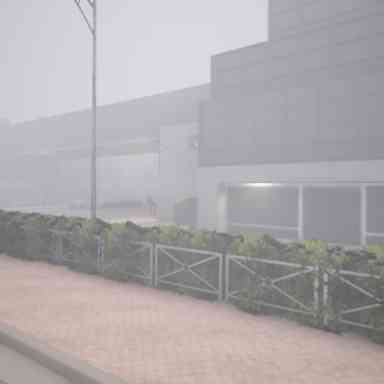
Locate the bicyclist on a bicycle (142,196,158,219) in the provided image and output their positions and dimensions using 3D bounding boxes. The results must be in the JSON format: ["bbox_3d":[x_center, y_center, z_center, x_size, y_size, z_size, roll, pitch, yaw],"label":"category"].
[{"bbox_3d":[-3.042,1.138,24.207,1.656,1.620,0.582,0,0,35],"label":"bicyclist on a bicycle"}]

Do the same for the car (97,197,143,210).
[{"bbox_3d":[-7.811,1.320,37.309,1.895,1.301,4.718,1,0,35],"label":"car"}]

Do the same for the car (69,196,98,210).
[{"bbox_3d":[-11.700,1.211,37.852,1.812,1.442,4.674,1,0,35],"label":"car"}]
